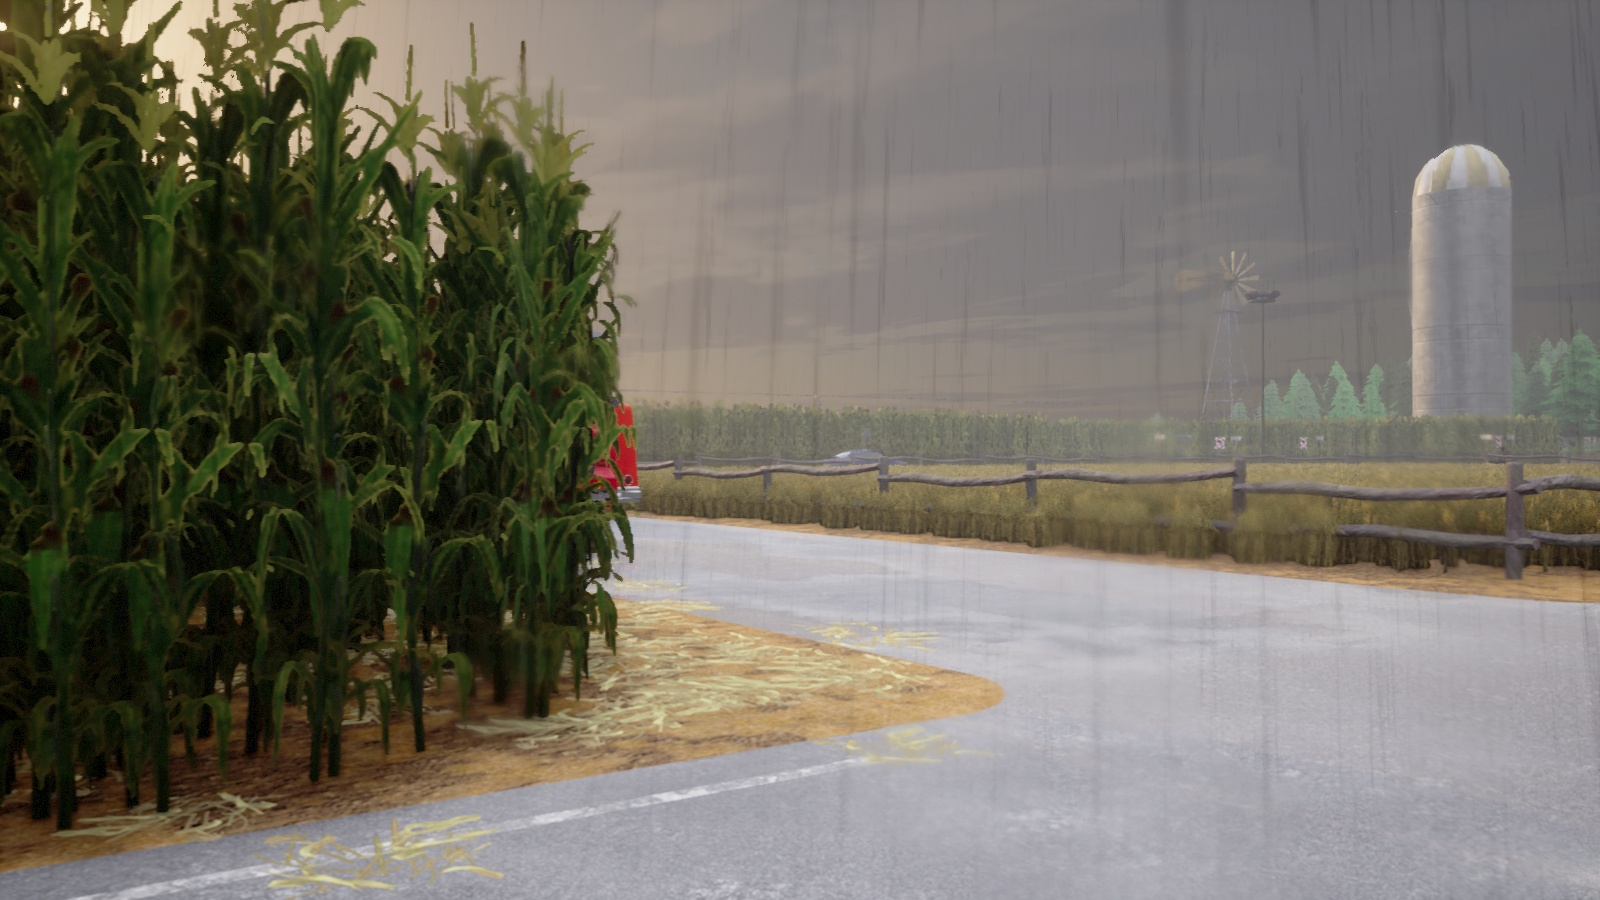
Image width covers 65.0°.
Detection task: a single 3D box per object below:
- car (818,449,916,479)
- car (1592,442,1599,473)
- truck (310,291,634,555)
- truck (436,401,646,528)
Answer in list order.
[{"bbox_3d":[3.339,0.684,62.009,4.674,1.442,1.812,0,0,-34],"label":"car"},{"bbox_3d":[45.304,0.405,66.860,2.033,1.649,4.856,0,0,-38],"label":"car"},{"bbox_3d":[-6.235,-0.389,22.555,2.891,3.827,8.468,0,0,-35],"label":"truck"},{"bbox_3d":[-5.743,0.278,27.295,2.627,2.467,5.204,0,0,-35],"label":"truck"}]
